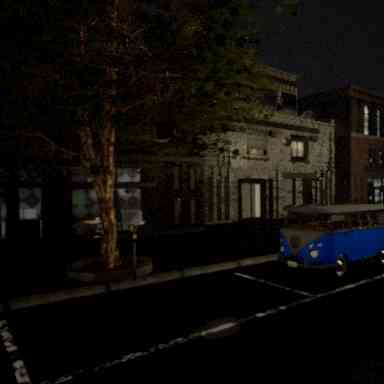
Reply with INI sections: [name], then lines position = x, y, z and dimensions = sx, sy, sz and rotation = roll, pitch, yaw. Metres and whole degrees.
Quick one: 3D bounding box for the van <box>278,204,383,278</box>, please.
[van]
position = 4.229, 1.273, 9.590
dimensions = 3.998, 1.788, 1.690
rotation = -1, 0, -36
